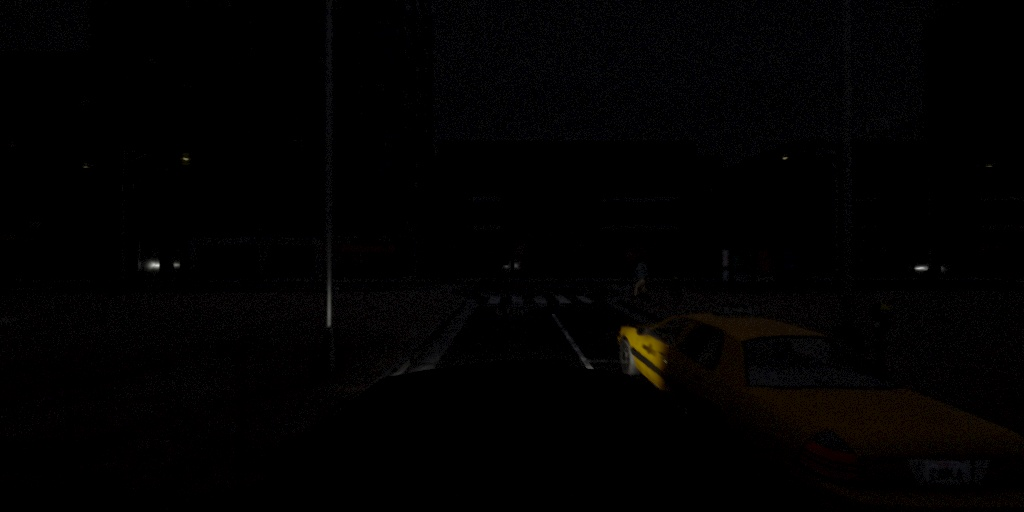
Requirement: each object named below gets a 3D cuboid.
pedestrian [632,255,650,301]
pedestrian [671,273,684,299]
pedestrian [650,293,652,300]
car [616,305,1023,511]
[{"bbox_3d":[5.100,0.846,14.204,0.375,1.860,0.375,0,0,0],"label":"pedestrian"},{"bbox_3d":[6.806,1.211,14.803,0.500,1.100,0.500,0,0,0],"label":"pedestrian"},{"bbox_3d":[5.630,0.836,15.405,0.375,1.860,0.375,0,0,0],"label":"pedestrian"},{"bbox_3d":[2.638,1.266,4.485,1.751,1.417,4.829,0,0,0],"label":"car"}]
